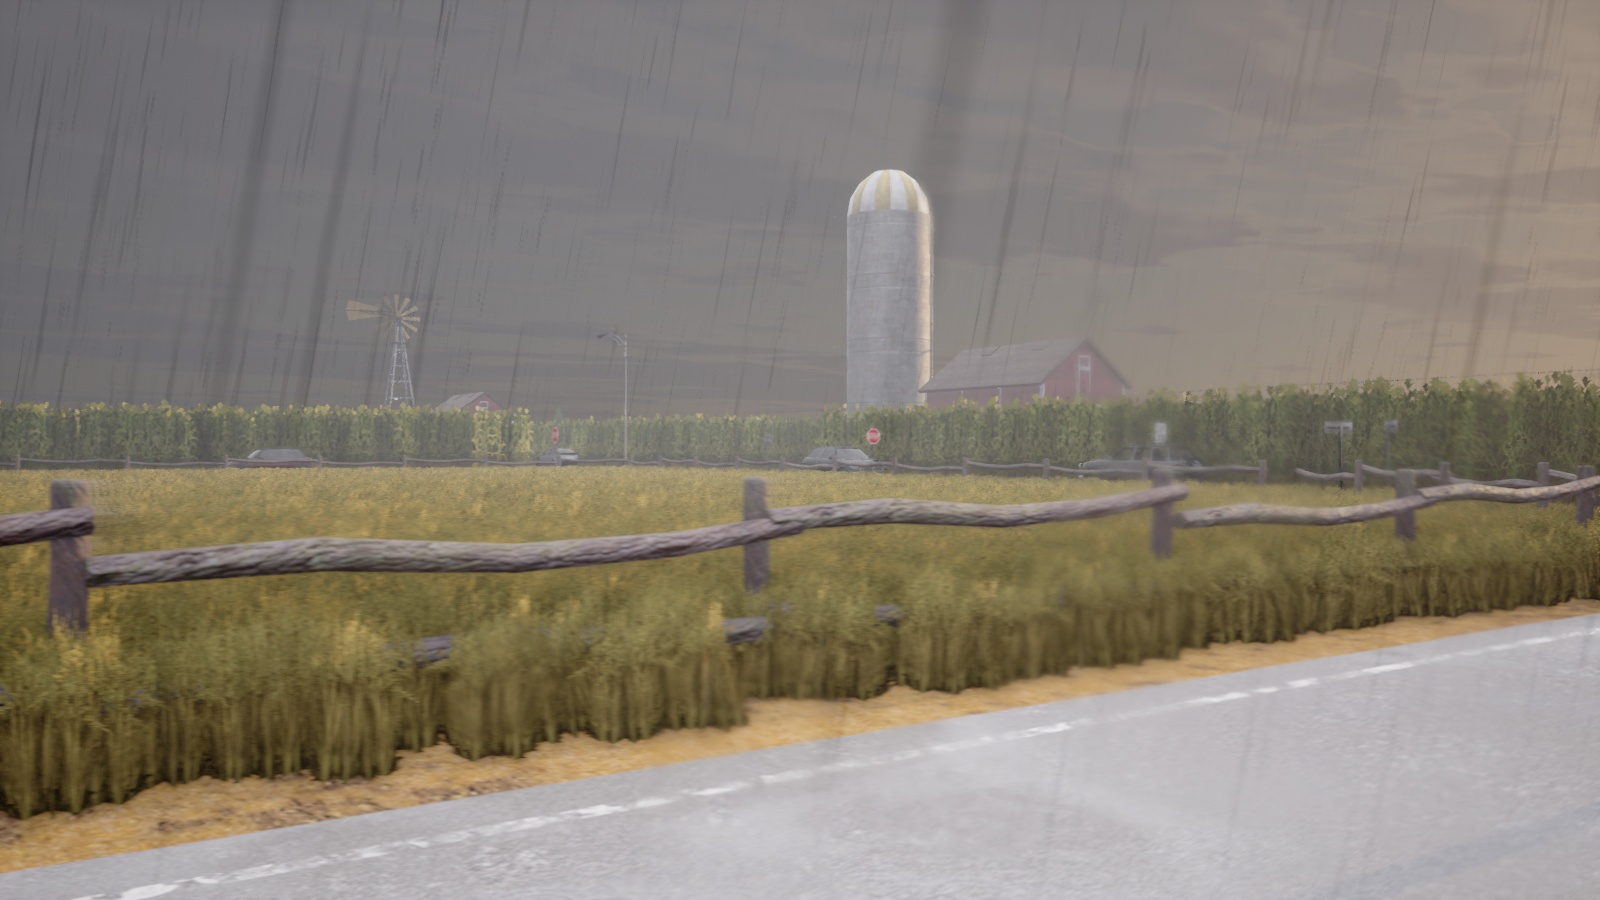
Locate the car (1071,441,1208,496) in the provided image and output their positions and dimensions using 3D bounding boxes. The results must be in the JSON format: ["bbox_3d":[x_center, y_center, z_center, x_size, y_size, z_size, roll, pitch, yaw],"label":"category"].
[{"bbox_3d":[11.903,0.618,44.321,1.932,1.855,4.605,0,0,-32],"label":"car"}]

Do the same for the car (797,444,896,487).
[{"bbox_3d":[1.954,0.622,54.460,2.097,1.767,4.553,0,0,-32],"label":"car"}]

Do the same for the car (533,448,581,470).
[{"bbox_3d":[-17.870,0.657,92.244,2.007,1.525,4.514,0,0,-32],"label":"car"}]

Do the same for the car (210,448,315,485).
[{"bbox_3d":[-26.976,0.800,63.014,4.553,1.767,2.097,0,0,-32],"label":"car"}]
